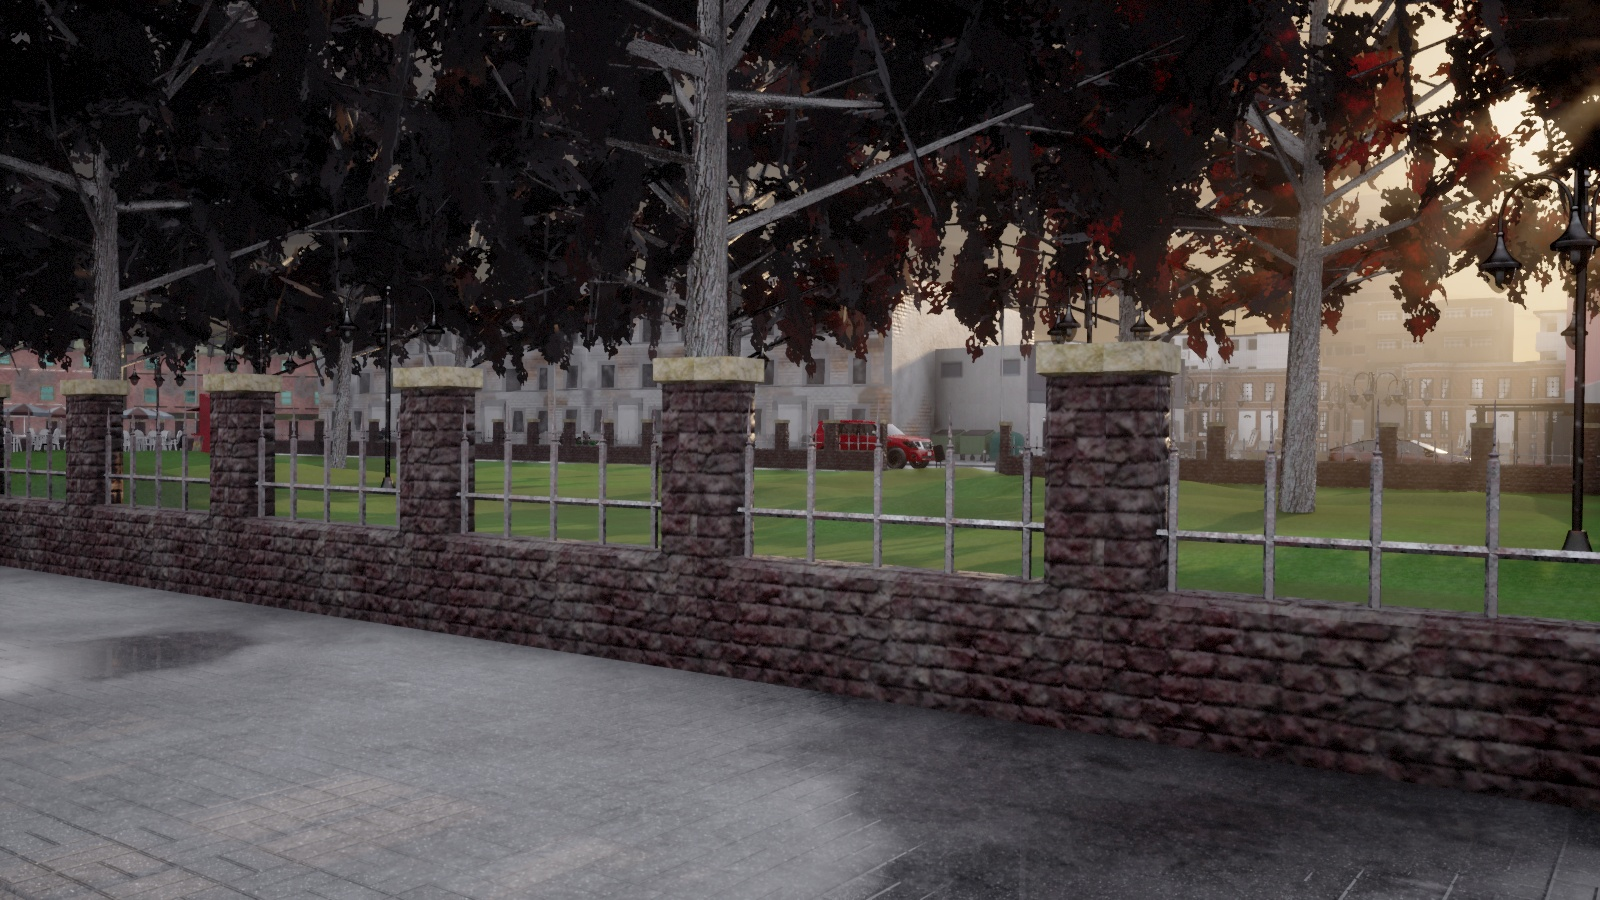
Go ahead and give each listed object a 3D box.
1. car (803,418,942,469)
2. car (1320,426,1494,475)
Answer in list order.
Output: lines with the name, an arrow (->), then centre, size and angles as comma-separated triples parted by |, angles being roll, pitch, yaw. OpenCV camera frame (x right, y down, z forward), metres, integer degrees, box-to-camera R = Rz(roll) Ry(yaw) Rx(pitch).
car -> 3.007, -0.298, 52.797 | 5.566, 2.045, 2.150 | 0, 1, 36
car -> 19.728, -0.006, 40.903 | 4.792, 1.488, 2.163 | 0, 1, 36
